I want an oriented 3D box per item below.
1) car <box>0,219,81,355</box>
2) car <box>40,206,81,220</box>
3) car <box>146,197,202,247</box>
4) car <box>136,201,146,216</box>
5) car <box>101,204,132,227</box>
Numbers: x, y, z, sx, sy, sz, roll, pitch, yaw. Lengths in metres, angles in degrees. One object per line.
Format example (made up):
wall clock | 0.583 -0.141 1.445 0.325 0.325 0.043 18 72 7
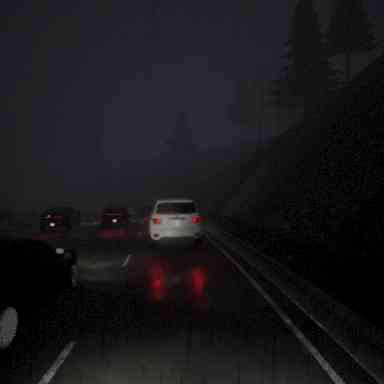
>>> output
car | -3.637 1.552 6.169 1.882 1.535 5.008 -1 0 -2
car | -8.677 1.698 22.168 1.837 1.490 4.892 -1 0 -9
car | -0.815 1.272 15.521 2.150 2.045 5.566 -1 0 -5
car | -4.766 1.683 35.437 1.812 1.442 4.674 -1 0 -18
car | -5.485 1.650 24.213 1.837 1.490 4.892 -1 0 -10
